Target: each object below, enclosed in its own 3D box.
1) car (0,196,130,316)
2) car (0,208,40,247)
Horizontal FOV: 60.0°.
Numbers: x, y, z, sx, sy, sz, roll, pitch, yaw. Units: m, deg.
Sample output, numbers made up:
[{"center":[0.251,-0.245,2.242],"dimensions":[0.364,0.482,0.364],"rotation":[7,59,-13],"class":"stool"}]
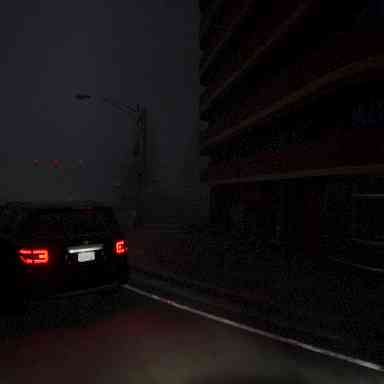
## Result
[{"center":[-3.554,1.221,7.879],"dimensions":[2.150,2.045,5.566],"rotation":[0,0,-40],"class":"car"},{"center":[-8.425,1.564,15.847],"dimensions":[1.994,1.385,4.181],"rotation":[0,0,-26],"class":"car"}]
